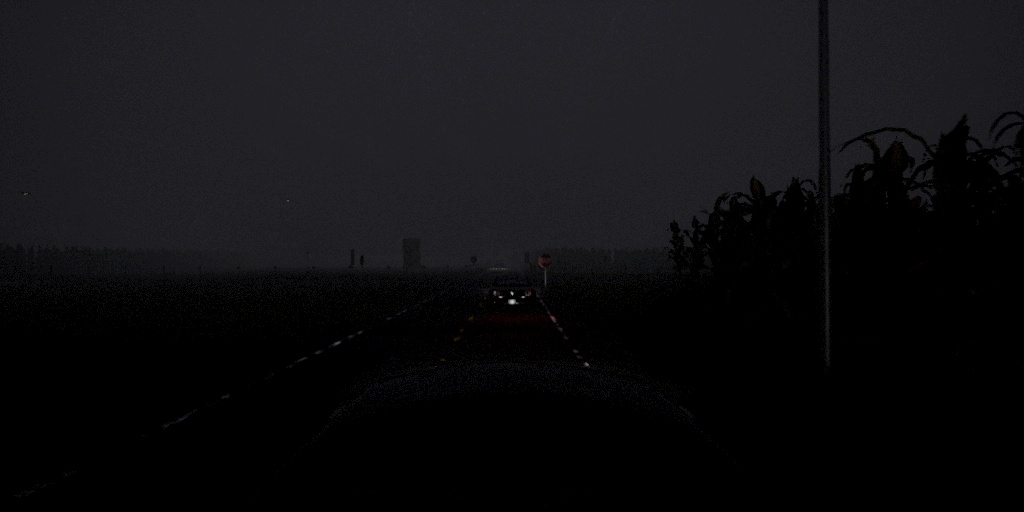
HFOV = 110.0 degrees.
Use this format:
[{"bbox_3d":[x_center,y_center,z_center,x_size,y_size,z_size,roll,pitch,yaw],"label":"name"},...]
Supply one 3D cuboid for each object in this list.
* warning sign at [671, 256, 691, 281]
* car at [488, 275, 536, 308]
[{"bbox_3d":[14.078,1.136,30.406,1.060,1.860,1.300,0,0,-6],"label":"warning sign"},{"bbox_3d":[0.005,1.479,15.946,1.895,1.301,4.718,0,0,0],"label":"car"}]
